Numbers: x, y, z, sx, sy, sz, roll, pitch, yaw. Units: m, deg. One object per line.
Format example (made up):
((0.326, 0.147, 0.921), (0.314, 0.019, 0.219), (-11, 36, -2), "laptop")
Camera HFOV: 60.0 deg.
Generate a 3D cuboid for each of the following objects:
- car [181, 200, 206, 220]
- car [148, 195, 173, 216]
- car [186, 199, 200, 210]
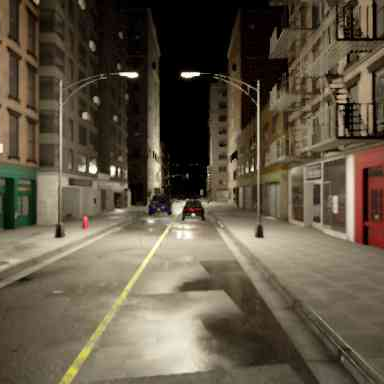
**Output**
((0.109, 1.558, 28.762), (1.837, 1.490, 4.892), (0, 0, 0), "car")
((-3.083, 1.286, 33.588), (2.150, 2.045, 5.566), (0, 0, 0), "car")
((0.116, 1.697, 45.954), (1.895, 1.301, 4.718), (0, 0, 0), "car")
